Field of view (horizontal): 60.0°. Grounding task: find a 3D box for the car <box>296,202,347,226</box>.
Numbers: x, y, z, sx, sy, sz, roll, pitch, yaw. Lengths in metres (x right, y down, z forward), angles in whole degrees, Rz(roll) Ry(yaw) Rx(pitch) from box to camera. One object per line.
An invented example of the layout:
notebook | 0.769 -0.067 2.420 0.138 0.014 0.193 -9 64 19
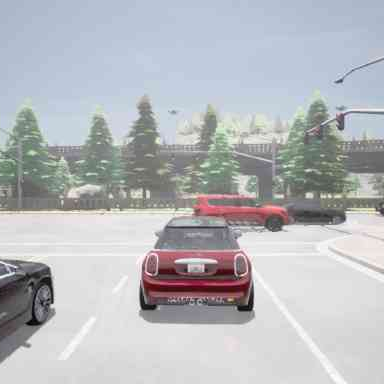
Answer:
car | 7.843 1.422 22.618 5.008 1.535 1.882 0 0 1

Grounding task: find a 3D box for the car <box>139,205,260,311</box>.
car | 0.149 1.352 7.925 2.097 1.767 4.553 0 0 2

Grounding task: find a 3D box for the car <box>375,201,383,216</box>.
car | 19.478 1.166 29.618 5.566 2.045 2.150 0 0 1

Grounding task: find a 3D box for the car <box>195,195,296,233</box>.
car | 2.742 1.195 19.182 5.566 2.045 2.150 0 0 1

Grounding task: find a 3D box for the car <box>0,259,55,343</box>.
car | -3.432 1.492 4.175 2.128 1.511 4.902 0 0 0
